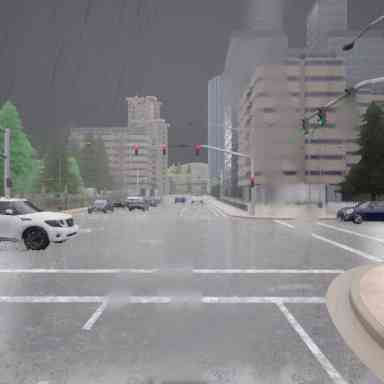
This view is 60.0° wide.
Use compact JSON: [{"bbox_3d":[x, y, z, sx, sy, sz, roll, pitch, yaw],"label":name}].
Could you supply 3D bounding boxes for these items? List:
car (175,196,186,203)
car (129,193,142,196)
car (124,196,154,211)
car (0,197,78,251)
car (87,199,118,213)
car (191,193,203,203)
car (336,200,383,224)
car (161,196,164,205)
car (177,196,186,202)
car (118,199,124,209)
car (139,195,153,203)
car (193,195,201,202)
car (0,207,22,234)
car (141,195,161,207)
[{"bbox_3d":[-2.459,1.477,67.284,1.882,1.535,5.008,0,0,1],"label":"car"},{"bbox_3d":[-9.654,1.221,56.089,2.150,2.045,5.566,0,0,1],"label":"car"},{"bbox_3d":[-6.325,1.547,40.291,2.033,1.411,5.357,0,0,1],"label":"car"},{"bbox_3d":[-7.624,1.220,13.570,5.566,2.045,2.150,0,0,0],"label":"car"},{"bbox_3d":[-9.846,1.525,36.413,1.812,1.442,4.674,0,0,1],"label":"car"},{"bbox_3d":[1.038,1.221,66.933,2.150,2.045,5.566,0,0,1],"label":"car"},{"bbox_3d":[12.948,1.352,24.084,4.553,1.767,2.097,0,0,1],"label":"car"},{"bbox_3d":[-6.104,1.477,59.955,1.882,1.535,5.008,0,0,0],"label":"car"},{"bbox_3d":[-2.367,1.592,76.683,1.895,1.301,4.718,0,0,1],"label":"car"},{"bbox_3d":[-9.772,1.600,45.513,1.895,1.301,4.718,0,0,1],"label":"car"},{"bbox_3d":[-9.449,1.492,68.624,2.128,1.511,4.902,0,0,1],"label":"car"},{"bbox_3d":[1.133,1.521,76.618,1.812,1.442,4.674,0,0,1],"label":"car"},{"bbox_3d":[-11.902,1.564,18.341,4.181,1.385,1.994,0,0,-16],"label":"car"},{"bbox_3d":[-6.230,1.563,49.497,1.994,1.385,4.181,0,0,0],"label":"car"}]
